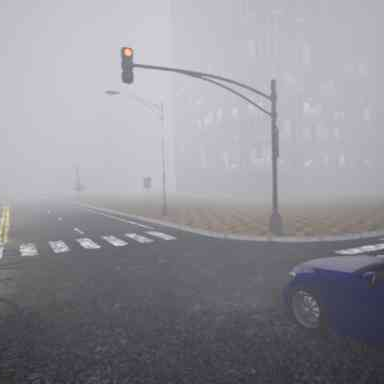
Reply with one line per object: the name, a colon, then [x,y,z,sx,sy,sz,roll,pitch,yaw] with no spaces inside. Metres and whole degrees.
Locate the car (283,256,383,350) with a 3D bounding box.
car: [3.188,1.336,3.942,1.812,1.442,4.674,-3,2,-29]
